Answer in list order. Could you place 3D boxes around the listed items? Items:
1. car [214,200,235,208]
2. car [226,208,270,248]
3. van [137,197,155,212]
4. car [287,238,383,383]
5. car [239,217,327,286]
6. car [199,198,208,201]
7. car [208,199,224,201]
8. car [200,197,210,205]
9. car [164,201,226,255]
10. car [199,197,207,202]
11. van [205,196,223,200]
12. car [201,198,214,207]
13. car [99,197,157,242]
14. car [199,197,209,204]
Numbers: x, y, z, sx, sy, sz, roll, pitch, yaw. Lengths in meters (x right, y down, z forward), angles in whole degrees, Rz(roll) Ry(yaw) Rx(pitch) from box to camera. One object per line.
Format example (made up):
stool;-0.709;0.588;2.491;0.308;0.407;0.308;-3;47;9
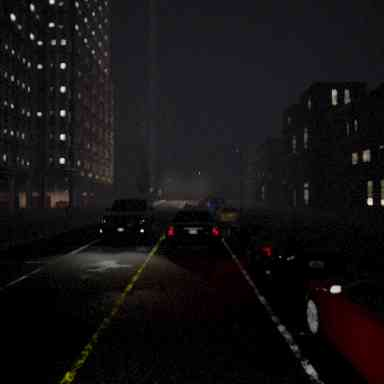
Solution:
car;2.681;1.635;25.471;1.752;1.417;4.829;1;0;0
car;2.689;1.630;14.810;1.947;1.339;4.313;1;0;0
van;-5.711;1.517;41.725;1.690;1.788;3.998;1;0;0
car;2.700;1.562;3.721;1.887;1.381;4.507;1;0;0
car;2.695;1.607;9.266;1.947;1.339;4.313;1;0;0
car;0.073;1.619;29.940;2.128;1.511;4.902;0;0;0
car;2.676;1.682;30.779;2.008;1.369;4.403;1;0;0
car;2.641;1.846;69.123;1.947;1.339;4.313;1;0;0
car;0.078;1.412;13.704;2.097;1.767;4.553;0;0;1
car;2.750;1.921;85.553;1.802;1.307;4.206;1;0;0
van;2.675;1.495;36.258;1.690;1.788;3.998;1;0;0
car;2.651;1.805;58.168;1.947;1.339;4.313;1;0;0
car;-3.115;1.296;17.280;2.150;2.045;5.566;0;0;0
car;2.636;1.851;74.601;2.008;1.369;4.403;1;0;0
